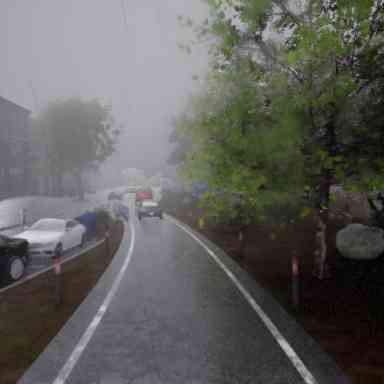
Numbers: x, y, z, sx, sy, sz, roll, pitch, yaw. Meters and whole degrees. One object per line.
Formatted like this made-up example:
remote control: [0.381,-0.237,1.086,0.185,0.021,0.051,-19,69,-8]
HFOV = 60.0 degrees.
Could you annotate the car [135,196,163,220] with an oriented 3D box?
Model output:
car: [-3.464,1.356,26.362,1.812,1.442,4.674,-1,2,-14]

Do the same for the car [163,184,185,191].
car: [-4.659,-1.177,94.642,5.566,2.045,2.435,0,0,-26]

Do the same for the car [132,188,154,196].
car: [-6.243,0.409,44.094,2.150,2.045,5.566,0,2,-4]

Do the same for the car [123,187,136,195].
car: [-12.011,-0.279,64.335,1.895,1.301,4.718,0,2,-4]

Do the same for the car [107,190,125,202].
car: [-10.956,0.550,48.081,1.837,1.490,4.892,0,2,-4]

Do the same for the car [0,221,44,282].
car: [-6.019,1.749,8.080,2.097,1.535,5.008,-1,-1,5]

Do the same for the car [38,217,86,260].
car: [-5.930,1.843,14.223,2.002,1.452,4.674,2,0,0]
